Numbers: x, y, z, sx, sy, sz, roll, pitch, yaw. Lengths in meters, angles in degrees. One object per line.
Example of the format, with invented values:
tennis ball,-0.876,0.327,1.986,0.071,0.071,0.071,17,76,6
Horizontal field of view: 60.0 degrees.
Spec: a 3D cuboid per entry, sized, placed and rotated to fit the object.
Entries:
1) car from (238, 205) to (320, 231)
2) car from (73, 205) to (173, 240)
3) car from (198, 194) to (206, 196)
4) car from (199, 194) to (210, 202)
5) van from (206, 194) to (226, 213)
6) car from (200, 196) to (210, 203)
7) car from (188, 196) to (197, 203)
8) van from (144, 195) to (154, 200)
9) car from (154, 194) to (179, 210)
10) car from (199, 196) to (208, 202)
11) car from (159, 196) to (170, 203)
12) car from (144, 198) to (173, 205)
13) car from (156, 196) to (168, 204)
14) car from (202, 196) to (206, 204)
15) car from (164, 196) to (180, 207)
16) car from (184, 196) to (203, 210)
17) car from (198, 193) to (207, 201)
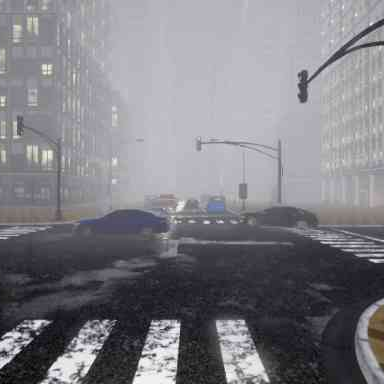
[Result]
car,5.387,1.554,20.866,4.892,1.490,1.837,2,1,13
car,-3.436,1.525,16.468,4.674,1.442,1.812,0,0,-1
car,2.689,1.313,63.606,2.192,1.841,5.009,0,0,0
car,2.733,1.311,74.685,2.192,1.841,5.009,0,0,0
van,2.692,1.340,35.914,1.690,1.788,3.998,0,0,0
car,2.710,1.542,69.145,1.887,1.381,4.507,0,0,0
car,0.051,1.593,72.708,1.895,1.301,4.718,0,0,0
van,-5.757,1.340,47.022,1.690,1.788,3.998,0,0,0
car,-3.179,1.221,42.925,2.150,2.045,5.566,0,0,1
car,2.755,1.561,80.225,1.947,1.339,4.313,0,0,0
car,-5.670,1.548,69.178,2.008,1.369,4.403,0,0,0
car,-3.226,1.600,32.880,1.895,1.301,4.718,0,0,0
car,-5.692,1.564,63.639,1.947,1.339,4.313,0,0,0
car,2.623,1.544,41.452,1.887,1.381,4.507,0,0,0
car,-3.138,1.491,53.229,2.128,1.511,4.902,0,0,0
car,-0.007,1.547,41.914,2.033,1.411,5.357,0,0,0
car,2.778,1.309,85.764,2.192,1.841,5.009,0,0,0
